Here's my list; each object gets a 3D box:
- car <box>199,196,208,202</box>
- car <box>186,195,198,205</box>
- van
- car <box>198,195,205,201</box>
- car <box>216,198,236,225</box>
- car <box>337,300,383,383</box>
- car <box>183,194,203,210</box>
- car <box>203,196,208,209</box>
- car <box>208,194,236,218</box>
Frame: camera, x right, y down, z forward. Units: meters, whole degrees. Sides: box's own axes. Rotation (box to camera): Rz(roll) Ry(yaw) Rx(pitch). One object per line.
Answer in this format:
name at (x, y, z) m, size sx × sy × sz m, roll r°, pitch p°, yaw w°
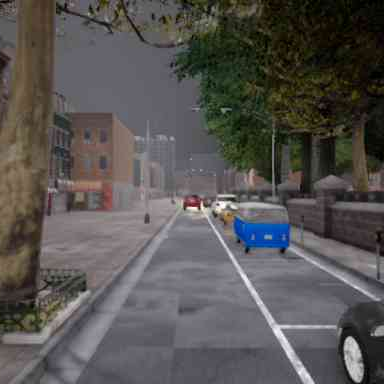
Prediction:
car at (2.641, 1.637, 77.943) m, size 1.887 × 1.381 × 4.507 m, roll 1°, pitch 0°, yaw 0°
car at (0.015, 1.396, 59.180) m, size 2.097 × 1.767 × 4.553 m, roll 0°, pitch 0°, yaw 0°
van at (2.649, 1.336, 13.366) m, size 1.690 × 1.788 × 3.998 m, roll 1°, pitch 0°, yaw 0°
car at (2.639, 1.695, 94.254) m, size 1.887 × 1.381 × 4.507 m, roll 0°, pitch 0°, yaw 0°
car at (3.023, 1.453, 23.835) m, size 1.801 × 1.575 × 5.366 m, roll 0°, pitch 0°, yaw 0°
car at (2.647, 1.549, 2.467) m, size 2.008 × 1.369 × 4.403 m, roll 1°, pitch 0°, yaw 0°
car at (0.016, 1.234, 42.804) m, size 2.150 × 2.045 × 5.566 m, roll 0°, pitch 0°, yaw 0°
car at (2.643, 1.598, 46.063) m, size 1.802 × 1.307 × 4.206 m, roll 1°, pitch 0°, yaw 0°
car at (2.979, 1.228, 30.675) m, size 2.150 × 2.045 × 5.566 m, roll 0°, pitch 0°, yaw 0°
